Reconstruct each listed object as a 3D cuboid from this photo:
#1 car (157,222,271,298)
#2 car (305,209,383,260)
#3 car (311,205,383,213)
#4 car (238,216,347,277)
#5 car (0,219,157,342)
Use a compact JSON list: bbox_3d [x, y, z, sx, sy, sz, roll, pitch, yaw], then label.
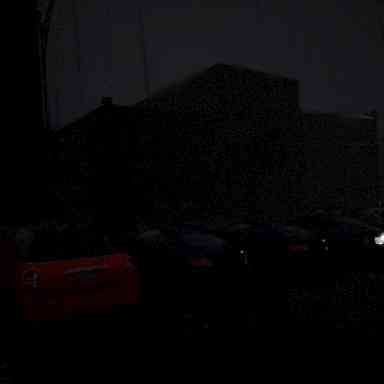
[{"bbox_3d":[-0.486,1.533,8.646,2.002,1.452,4.674,0,0,-35],"label":"car"},{"bbox_3d":[4.387,1.540,12.151,2.163,1.488,4.792,0,0,-35],"label":"car"},{"bbox_3d":[6.780,1.393,13.856,2.185,1.767,4.553,0,0,-35],"label":"car"},{"bbox_3d":[2.010,1.542,10.421,2.002,1.452,4.674,0,0,-35],"label":"car"},{"bbox_3d":[-2.863,1.359,6.920,2.185,1.767,4.553,0,0,-35],"label":"car"}]
